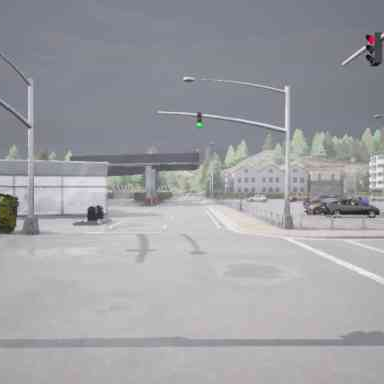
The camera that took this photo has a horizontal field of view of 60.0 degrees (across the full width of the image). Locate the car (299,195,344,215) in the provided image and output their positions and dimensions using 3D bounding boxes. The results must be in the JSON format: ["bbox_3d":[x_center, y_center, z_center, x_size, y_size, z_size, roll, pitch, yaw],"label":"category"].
[{"bbox_3d":[12.911,1.330,30.612,5.027,1.636,2.152,0,0,-1],"label":"car"}]

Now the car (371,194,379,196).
[{"bbox_3d":[38.143,1.232,68.358,3.806,1.475,1.970,0,0,-1],"label":"car"}]

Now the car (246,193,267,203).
[{"bbox_3d":[12.627,1.361,64.868,3.806,1.475,1.970,0,0,-1],"label":"car"}]

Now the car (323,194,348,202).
[{"bbox_3d":[31.069,1.298,71.973,4.514,1.523,2.007,0,0,-1],"label":"car"}]

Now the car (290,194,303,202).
[{"bbox_3d":[21.105,1.097,64.964,4.605,1.855,1.932,0,0,-1],"label":"car"}]

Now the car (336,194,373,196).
[{"bbox_3d":[20.504,1.320,42.510,3.633,1.501,1.845,0,0,-1],"label":"car"}]

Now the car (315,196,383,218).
[{"bbox_3d":[12.984,1.340,27.476,4.514,1.523,2.007,0,0,-1],"label":"car"}]

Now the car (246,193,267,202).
[{"bbox_3d":[13.215,1.077,68.197,3.866,1.878,1.905,0,0,-1],"label":"car"}]
